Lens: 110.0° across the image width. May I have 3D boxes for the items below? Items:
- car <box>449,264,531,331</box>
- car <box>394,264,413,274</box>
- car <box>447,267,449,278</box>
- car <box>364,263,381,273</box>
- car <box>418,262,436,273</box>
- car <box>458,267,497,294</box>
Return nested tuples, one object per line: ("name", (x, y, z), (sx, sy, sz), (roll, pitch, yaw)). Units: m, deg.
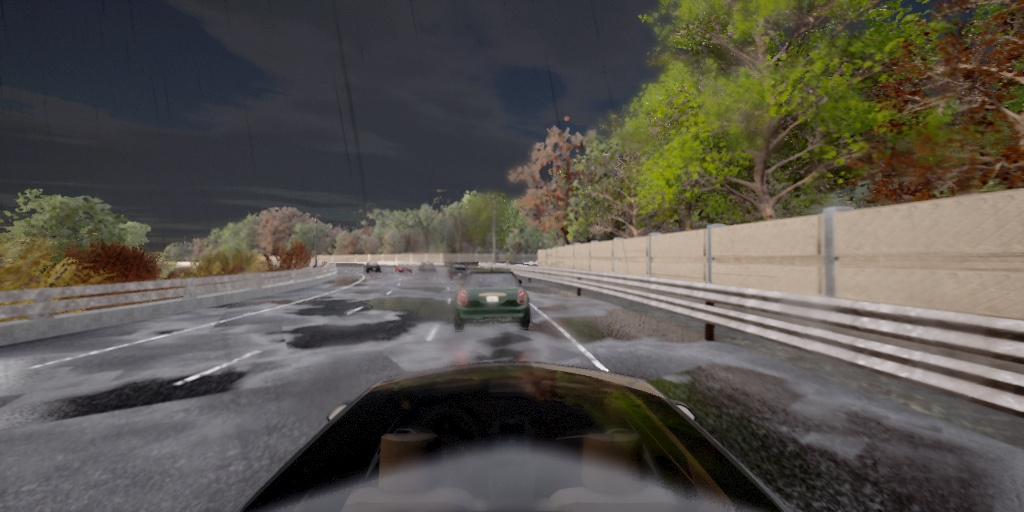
("car", (-0.699, 1.177, 11.536), (2.097, 1.767, 4.553), (0, 0, -5))
("car", (-15.054, 1.764, 49.479), (1.895, 1.301, 4.718), (0, 0, -26))
("car", (-5.609, 1.539, 36.963), (1.837, 1.490, 4.892), (0, 0, -14))
("car", (-20.229, 1.679, 51.781), (1.882, 1.535, 5.008), (0, -1, -28))
("car", (-12.273, 1.660, 51.667), (2.128, 1.511, 4.902), (0, -1, -26))
("car", (-2.346, 1.464, 22.960), (2.033, 1.411, 5.357), (0, 0, -11))
